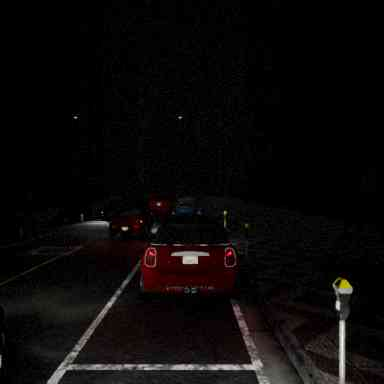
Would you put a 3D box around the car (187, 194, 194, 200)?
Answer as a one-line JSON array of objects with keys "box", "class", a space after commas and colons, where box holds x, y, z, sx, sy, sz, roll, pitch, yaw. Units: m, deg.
[{"box": [-0.386, 1.484, 93.370, 1.967, 1.590, 4.097, 0, 0, 0], "class": "car"}]

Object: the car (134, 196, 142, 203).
[{"box": [-8.910, 1.585, 48.269, 1.947, 1.339, 4.313, 0, 0, 0], "class": "car"}]

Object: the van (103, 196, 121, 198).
[{"box": [-8.911, 1.354, 36.996, 1.690, 1.788, 3.998, 0, 0, 0], "class": "van"}]

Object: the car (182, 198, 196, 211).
[{"box": [-0.385, 1.541, 42.814, 1.752, 1.417, 4.829, 0, 0, 0], "class": "car"}]

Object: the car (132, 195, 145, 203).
[{"box": [-8.911, 1.337, 53.906, 2.192, 1.841, 5.009, 0, 0, 0], "class": "car"}]

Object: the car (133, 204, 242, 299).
[{"box": [-0.032, 1.354, 8.620, 2.097, 1.767, 4.553, 0, 0, 0], "class": "car"}]

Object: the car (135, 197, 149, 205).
[{"box": [-8.910, 1.570, 59.543, 1.887, 1.381, 4.507, 0, 0, 0], "class": "car"}]

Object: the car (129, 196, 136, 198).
[{"box": [-8.910, 1.582, 42.633, 1.947, 1.339, 4.313, 0, 0, 0], "class": "car"}]

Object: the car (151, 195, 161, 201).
[{"box": [-8.911, 1.478, 82.090, 1.967, 1.590, 4.097, 0, 0, 0], "class": "car"}]

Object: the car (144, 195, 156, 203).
[{"box": [-8.911, 1.471, 70.817, 1.967, 1.590, 4.097, 0, 0, 0], "class": "car"}]

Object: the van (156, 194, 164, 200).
[{"box": [-8.911, 1.385, 93.363, 1.690, 1.788, 3.998, 0, 0, 0], "class": "van"}]

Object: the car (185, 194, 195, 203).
[{"box": [-0.386, 1.346, 70.826, 2.192, 1.841, 5.009, 0, 0, 0], "class": "car"}]

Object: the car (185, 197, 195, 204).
[{"box": [-0.385, 1.594, 65.189, 1.947, 1.339, 4.313, 0, 0, 0], "class": "car"}]

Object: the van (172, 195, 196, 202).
[{"box": [-0.386, 1.348, 25.735, 1.690, 1.788, 3.998, 0, 0, 0], "class": "van"}]

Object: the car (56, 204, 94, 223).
[{"box": [-8.910, 1.573, 25.722, 1.947, 1.339, 4.313, 0, 0, 0], "class": "car"}]

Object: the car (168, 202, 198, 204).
[{"box": [-0.385, 1.530, 20.269, 1.752, 1.417, 4.829, 0, 0, 0], "class": "car"}]

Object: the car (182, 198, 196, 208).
[{"box": [-0.385, 1.570, 48.280, 2.008, 1.369, 4.403, 0, 0, 0], "class": "car"}]

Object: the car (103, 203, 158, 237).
[{"box": [-3.144, 1.529, 17.845, 1.812, 1.442, 4.674, 0, 0, 0], "class": "car"}]

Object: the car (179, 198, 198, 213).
[{"box": [-0.386, 1.453, 37.008, 1.967, 1.590, 4.097, 0, 0, 0], "class": "car"}]

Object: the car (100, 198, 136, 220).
[{"box": [-6.242, 1.513, 27.863, 1.837, 1.490, 4.892, 0, 0, 0], "class": "car"}]

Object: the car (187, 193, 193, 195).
[{"box": [-0.386, 1.465, 59.552, 1.967, 1.590, 4.097, 0, 0, 0], "class": "car"}]

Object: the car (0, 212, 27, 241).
[{"box": [-8.910, 1.547, 14.449, 1.887, 1.381, 4.507, 0, 0, 0], "class": "car"}]

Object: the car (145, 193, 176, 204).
[{"box": [-3.048, 1.233, 33.308, 2.150, 2.045, 5.566, 0, 0, 0], "class": "car"}]

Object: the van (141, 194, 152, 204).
[{"box": [-8.911, 1.369, 65.180, 1.690, 1.788, 3.998, 0, 0, 0], "class": "van"}]

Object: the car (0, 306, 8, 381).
[{"box": [-3.054, 1.477, 1.852, 1.882, 1.535, 5.008, 0, 0, 0], "class": "car"}]
